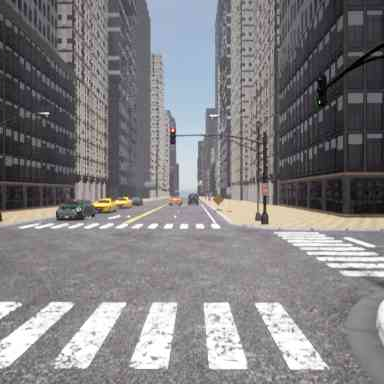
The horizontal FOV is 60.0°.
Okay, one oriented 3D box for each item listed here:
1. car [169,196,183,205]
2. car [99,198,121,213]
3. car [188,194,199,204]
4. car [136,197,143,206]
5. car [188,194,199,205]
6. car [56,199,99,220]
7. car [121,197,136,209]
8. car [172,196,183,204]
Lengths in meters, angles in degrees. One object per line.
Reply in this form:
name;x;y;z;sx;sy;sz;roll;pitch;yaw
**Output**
car;-2.978;1.447;59.915;2.097;1.767;4.553;0;0;0
car;-9.745;1.513;37.395;1.882;1.535;5.008;0;0;0
car;0.274;1.355;70.335;2.150;2.045;5.566;0;0;0
car;-9.641;1.635;57.725;2.033;1.411;5.357;0;0;1
car;0.272;1.601;60.127;1.837;1.490;4.892;0;0;0
car;-9.769;1.372;28.208;2.097;1.767;4.553;0;0;0
car;-9.712;1.535;47.077;1.882;1.535;5.008;0;0;0
car;-2.978;1.628;70.104;2.128;1.511;4.902;0;0;0
